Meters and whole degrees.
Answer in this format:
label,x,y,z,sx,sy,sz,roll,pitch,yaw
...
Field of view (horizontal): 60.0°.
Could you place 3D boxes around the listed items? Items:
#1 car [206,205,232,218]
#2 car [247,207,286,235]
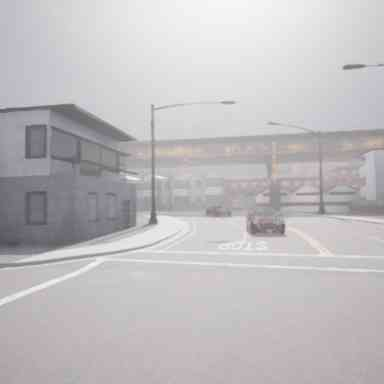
label,x,y,z,sx,sy,sz,roll,pitch,yaw
car,3.126,2.262,40.083,1.812,1.442,4.674,0,-1,-19
car,4.876,1.808,22.278,2.097,1.767,4.553,-1,-1,5
